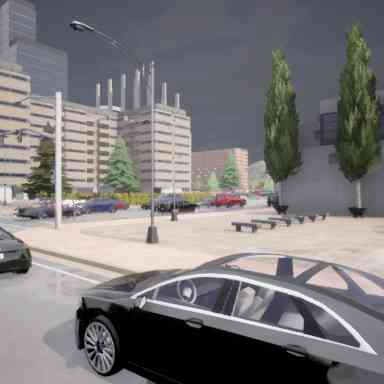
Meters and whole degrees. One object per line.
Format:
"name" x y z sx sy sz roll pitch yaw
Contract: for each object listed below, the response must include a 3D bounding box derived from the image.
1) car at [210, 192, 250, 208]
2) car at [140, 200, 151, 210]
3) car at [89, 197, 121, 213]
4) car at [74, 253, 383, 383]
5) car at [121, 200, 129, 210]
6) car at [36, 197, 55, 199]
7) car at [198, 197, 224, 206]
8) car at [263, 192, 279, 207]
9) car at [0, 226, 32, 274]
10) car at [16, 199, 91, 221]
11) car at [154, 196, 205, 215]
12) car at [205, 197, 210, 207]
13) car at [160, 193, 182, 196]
"car" 5.409 1.220 47.067 2.150 2.045 5.566 0 0 41
"car" -3.967 1.546 41.895 2.033 1.411 5.357 0 0 41
"car" -10.170 1.351 34.733 2.097 1.767 4.553 0 0 41
"car" 0.588 1.491 3.855 4.902 1.511 2.128 0 0 37
"car" -9.733 1.563 40.577 1.994 1.385 4.181 0 0 41
"car" -15.432 1.351 34.102 2.097 1.767 4.553 0 0 42
"car" 3.141 1.525 55.403 1.812 1.442 4.674 0 0 41
"car" 13.559 1.220 51.131 2.150 2.045 5.566 0 0 41
"car" -6.318 1.564 9.473 4.181 1.385 1.994 0 0 40
"car" -11.487 1.546 27.561 2.033 1.411 5.357 0 0 41
"car" -1.245 1.477 34.040 1.882 1.535 5.008 0 0 41
"car" 2.845 1.490 49.741 2.128 1.511 4.902 0 0 41
"car" -3.575 1.220 47.686 2.150 2.045 5.566 0 0 41
